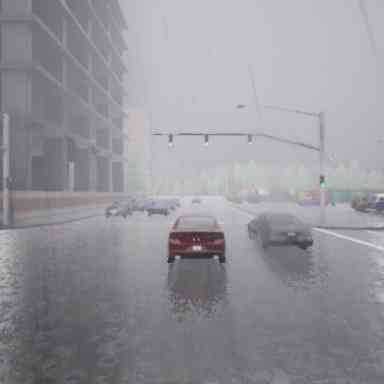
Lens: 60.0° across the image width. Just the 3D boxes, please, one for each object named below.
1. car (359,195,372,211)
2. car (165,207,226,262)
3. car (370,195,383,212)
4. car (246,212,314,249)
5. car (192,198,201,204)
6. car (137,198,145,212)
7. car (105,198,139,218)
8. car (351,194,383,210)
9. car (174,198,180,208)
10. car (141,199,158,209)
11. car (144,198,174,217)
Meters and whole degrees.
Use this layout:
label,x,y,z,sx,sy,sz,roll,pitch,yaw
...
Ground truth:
label,x,y,z,sx,sy,sz,roll,pitch,yaw
car,25.825,1.504,45.861,3.905,1.438,1.784,0,0,1
car,0.161,1.548,12.496,1.882,1.535,5.008,0,0,0
car,25.755,1.525,42.967,3.806,1.475,1.970,0,0,1
car,3.672,1.616,14.766,2.033,1.411,5.357,0,0,0
car,0.938,1.854,70.944,1.895,1.301,4.718,0,0,1
car,-6.657,1.524,40.829,2.097,1.767,4.553,0,0,1
car,-6.826,1.630,31.617,2.128,1.511,4.902,0,0,1
car,25.839,1.303,48.546,4.605,1.855,1.932,0,0,1
car,-3.094,1.718,43.767,2.033,1.411,5.357,0,0,1
car,-6.421,1.772,50.788,1.994,1.385,4.181,0,0,1
car,-3.285,1.612,33.811,1.882,1.535,5.008,0,0,1
